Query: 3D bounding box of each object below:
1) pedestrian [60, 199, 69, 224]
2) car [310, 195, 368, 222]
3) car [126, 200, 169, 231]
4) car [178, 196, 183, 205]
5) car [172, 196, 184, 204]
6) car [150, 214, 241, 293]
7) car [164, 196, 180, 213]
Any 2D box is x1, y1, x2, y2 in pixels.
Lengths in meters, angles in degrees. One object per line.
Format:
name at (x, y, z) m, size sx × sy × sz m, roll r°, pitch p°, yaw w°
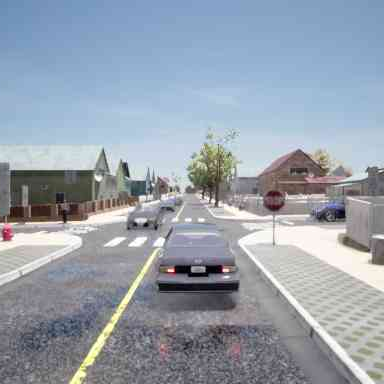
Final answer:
pedestrian at (-9.673, 1.462, 25.301) m, size 0.375 × 1.860 × 0.375 m, roll 0°, pitch 0°, yaw 0°
car at (10.406, 1.067, 22.568) m, size 4.553 × 1.767 × 2.097 m, roll -2°, pitch -1°, yaw 2°
car at (-2.845, 1.513, 20.827) m, size 2.128 × 1.511 × 4.902 m, roll -1°, pitch -1°, yaw 0°
car at (-2.796, 1.562, 51.377) m, size 1.994 × 1.385 × 4.181 m, roll 0°, pitch 0°, yaw 0°
car at (-2.736, 1.484, 65.379) m, size 2.128 × 1.511 × 4.902 m, roll 0°, pitch 0°, yaw 1°
car at (0.080, 1.550, 8.972) m, size 2.033 × 1.411 × 5.357 m, roll 0°, pitch 0°, yaw -1°
car at (-2.817, 1.549, 37.885) m, size 2.033 × 1.411 × 5.357 m, roll 0°, pitch 0°, yaw 0°
